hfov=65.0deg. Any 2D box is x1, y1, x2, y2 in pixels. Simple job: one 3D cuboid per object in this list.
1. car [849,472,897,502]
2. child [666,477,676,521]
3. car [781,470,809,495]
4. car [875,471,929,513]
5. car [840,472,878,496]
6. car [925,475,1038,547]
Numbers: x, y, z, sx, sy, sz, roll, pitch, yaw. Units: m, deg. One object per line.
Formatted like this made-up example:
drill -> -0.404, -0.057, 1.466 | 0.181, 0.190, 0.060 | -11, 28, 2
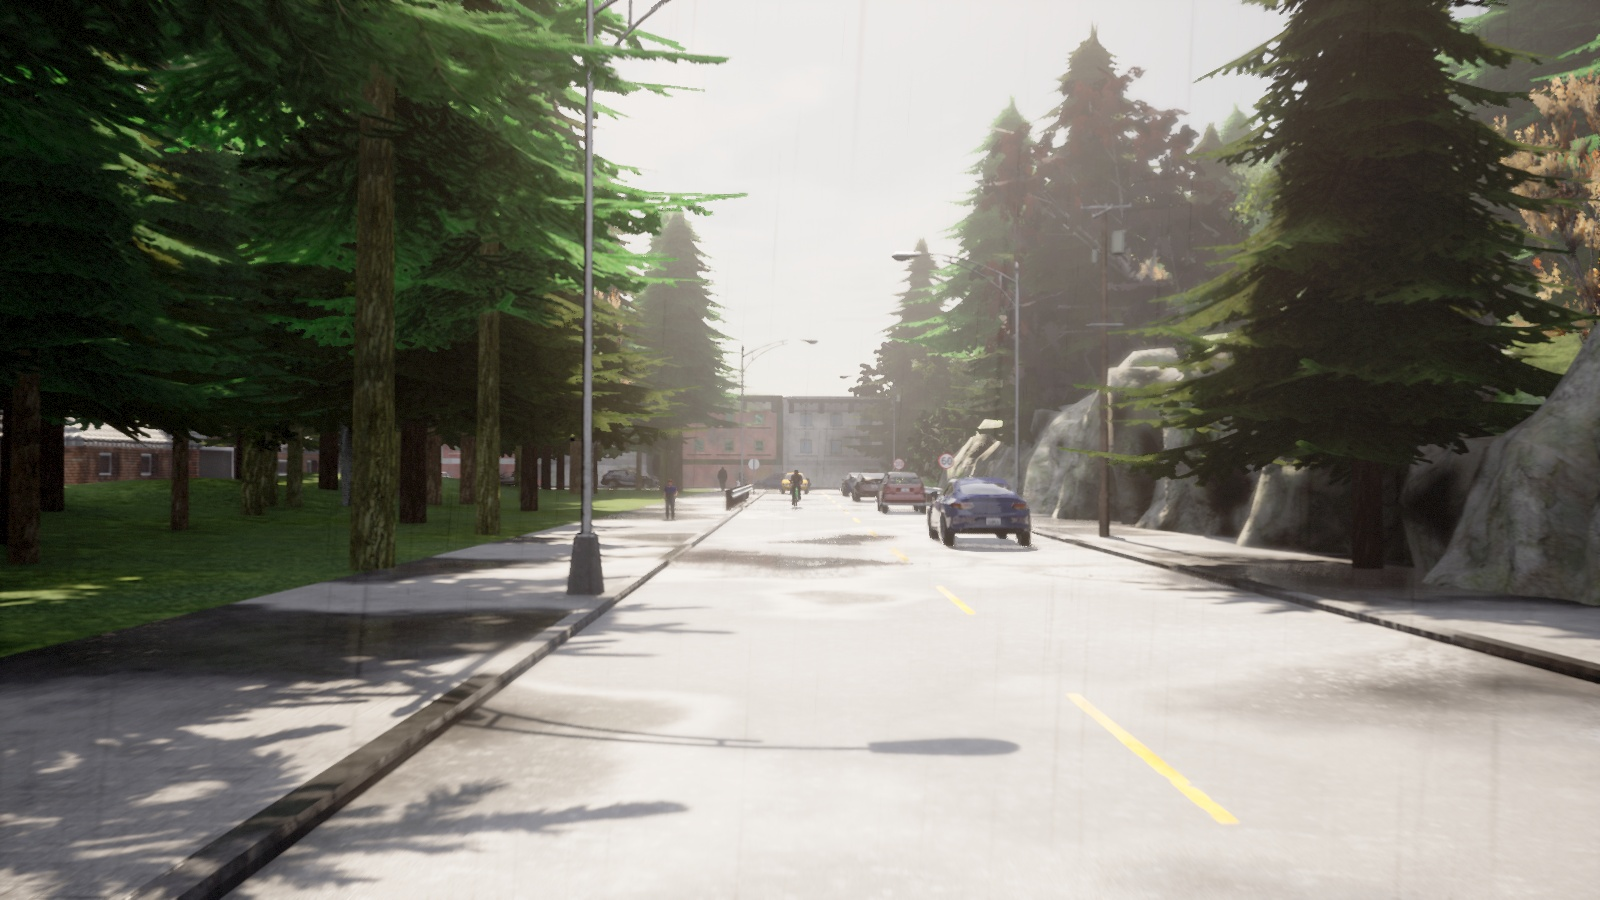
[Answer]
car -> 3.782, 1.903, 65.921 | 2.163, 1.488, 4.792 | 0, -1, 0
child -> -3.810, 1.440, 37.062 | 0.270, 1.263, 0.437 | 0, -1, 0
car -> -0.338, 2.183, 85.288 | 1.801, 1.575, 5.366 | 0, -1, 0
car -> 3.885, 1.585, 48.331 | 1.789, 1.549, 3.705 | 0, -1, 0
car -> 3.693, 2.126, 79.250 | 2.163, 1.488, 4.792 | 0, -1, 0
car -> 3.934, 1.292, 27.941 | 1.812, 1.442, 4.674 | 0, -1, 0
